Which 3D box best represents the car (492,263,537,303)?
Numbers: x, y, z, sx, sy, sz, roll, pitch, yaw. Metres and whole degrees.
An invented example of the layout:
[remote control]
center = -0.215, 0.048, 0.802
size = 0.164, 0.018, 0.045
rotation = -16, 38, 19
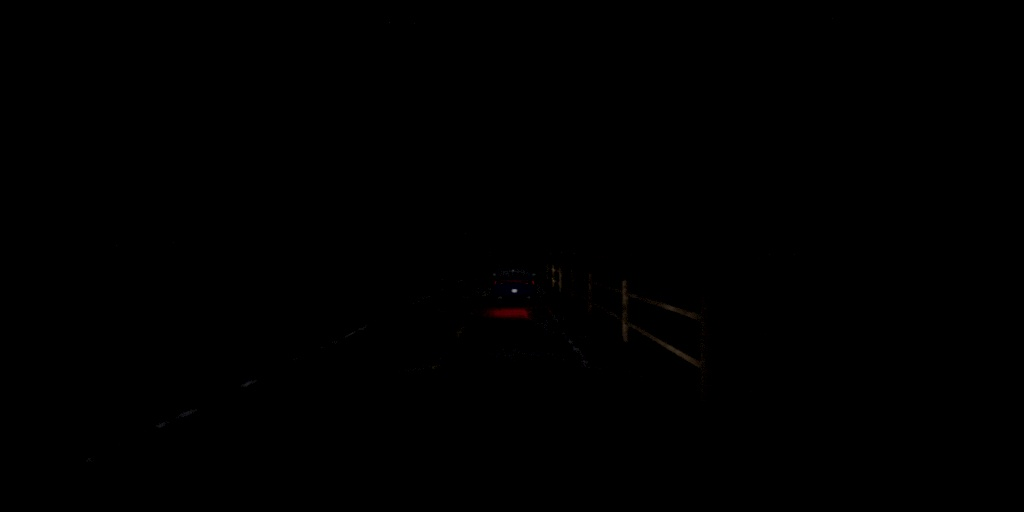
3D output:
[car]
center = 0.100, 1.232, 16.695
size = 1.882, 1.535, 5.008
rotation = 0, 0, 0
